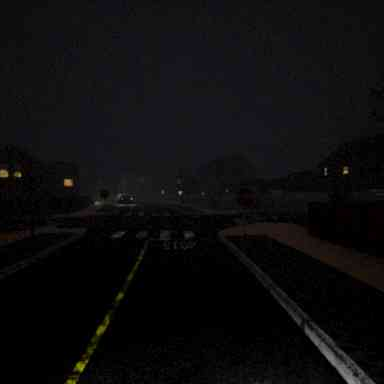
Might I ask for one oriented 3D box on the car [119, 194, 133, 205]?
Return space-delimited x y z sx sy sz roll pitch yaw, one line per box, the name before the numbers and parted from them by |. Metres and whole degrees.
car | -11.471 1.211 57.680 2.097 1.767 4.553 -1 0 -17
